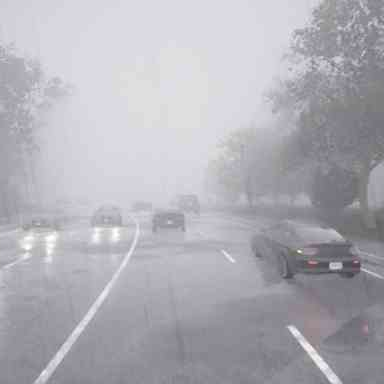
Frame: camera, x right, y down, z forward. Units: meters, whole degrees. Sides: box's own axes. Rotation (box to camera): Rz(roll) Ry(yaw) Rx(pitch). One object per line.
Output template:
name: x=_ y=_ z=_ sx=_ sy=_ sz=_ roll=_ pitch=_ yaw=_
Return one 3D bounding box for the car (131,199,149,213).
car: x=-5.895 y=1.522 z=38.381 sx=1.882 sy=1.535 sz=5.008 roll=0 pitch=0 yaw=-18

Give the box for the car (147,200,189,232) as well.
car: x=-1.584 y=1.499 z=20.513 sx=1.882 sy=1.535 sz=5.008 roll=0 pitch=0 yaw=-9

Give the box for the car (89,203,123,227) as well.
car: x=-5.767 y=1.593 z=22.903 sx=1.994 sy=1.385 sz=4.181 roll=0 pitch=0 yaw=-11

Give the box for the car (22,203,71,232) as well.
car: x=-8.883 y=1.595 z=20.470 sx=1.994 sy=1.385 sz=4.181 roll=0 pitch=0 yaw=-10

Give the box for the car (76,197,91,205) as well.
car: x=-19.969 y=1.615 z=60.938 sx=2.033 sy=1.411 sz=5.357 roll=0 pitch=0 yaw=-30

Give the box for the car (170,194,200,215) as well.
car: x=-0.841 y=1.257 z=33.770 sx=2.150 sy=2.045 sz=5.566 roll=0 pitch=0 yaw=-15

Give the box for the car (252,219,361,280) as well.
car: x=3.140 y=1.528 z=9.915 sx=1.812 sy=1.442 sz=4.674 roll=0 pitch=0 yaw=-4

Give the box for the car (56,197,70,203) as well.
car: x=-22.879 y=1.610 z=58.945 sx=2.033 sy=1.411 sz=5.357 roll=0 pitch=0 yaw=-30
